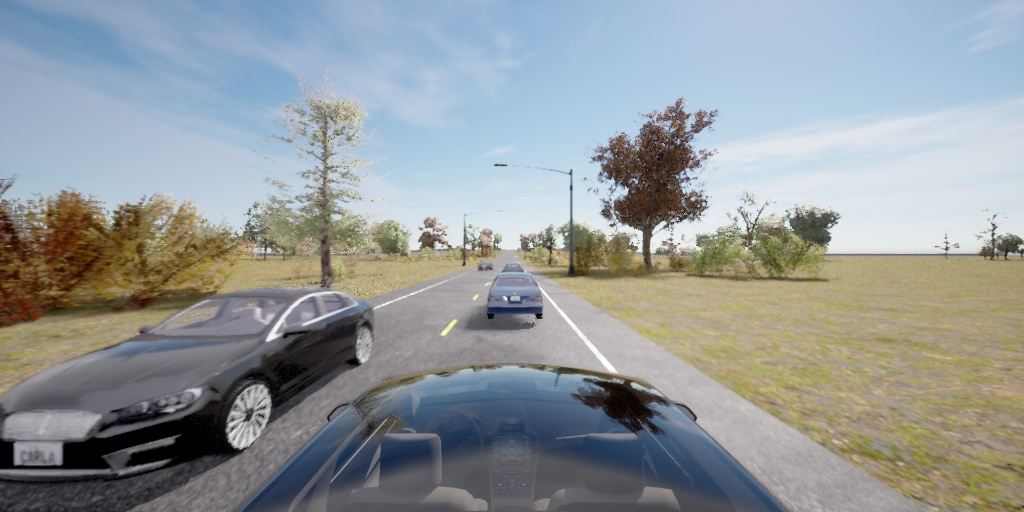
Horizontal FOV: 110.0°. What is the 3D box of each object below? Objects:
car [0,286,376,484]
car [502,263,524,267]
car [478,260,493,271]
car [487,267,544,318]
[{"bbox_3d":[-3.600,1.241,5.175,2.128,1.511,4.902,0,0,0],"label":"car"},{"bbox_3d":[0.093,1.308,31.142,1.994,1.385,4.181,0,0,0],"label":"car"},{"bbox_3d":[-3.583,1.229,48.852,2.128,1.511,4.902,0,0,0],"label":"car"},{"bbox_3d":[0.095,1.296,13.020,2.033,1.411,5.357,0,0,0],"label":"car"}]
